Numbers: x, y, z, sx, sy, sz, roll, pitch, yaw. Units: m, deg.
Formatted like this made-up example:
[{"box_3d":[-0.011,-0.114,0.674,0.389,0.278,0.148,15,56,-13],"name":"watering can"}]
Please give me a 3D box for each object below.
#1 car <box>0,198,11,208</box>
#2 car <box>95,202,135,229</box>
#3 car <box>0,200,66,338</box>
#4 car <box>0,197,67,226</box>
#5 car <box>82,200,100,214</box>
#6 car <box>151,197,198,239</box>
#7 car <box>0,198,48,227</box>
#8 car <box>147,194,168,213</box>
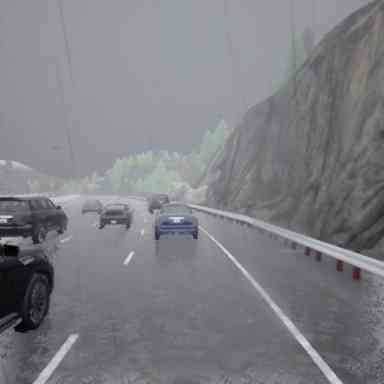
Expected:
[{"box_3d":[-28.506,1.626,49.390,1.994,1.385,4.181,0,0,-15],"name":"car"},{"box_3d":[-4.892,1.517,22.031,1.837,1.490,4.892,0,0,-7],"name":"car"},{"box_3d":[-3.527,1.229,3.696,2.150,2.045,5.566,0,0,-1],"name":"car"},{"box_3d":[-7.743,1.239,15.947,2.150,2.045,5.566,0,0,-5],"name":"car"},{"box_3d":[-10.510,1.572,35.310,2.033,1.411,5.357,0,0,-11],"name":"car"},{"box_3d":[-0.891,1.355,17.548,2.097,1.767,4.553,0,0,-5],"name":"car"},{"box_3d":[-12.235,1.379,24.143,2.097,1.767,4.553,0,0,-8],"name":"car"},{"box_3d":[-3.741,1.232,37.040,2.150,2.045,5.566,0,0,-11],"name":"car"}]
